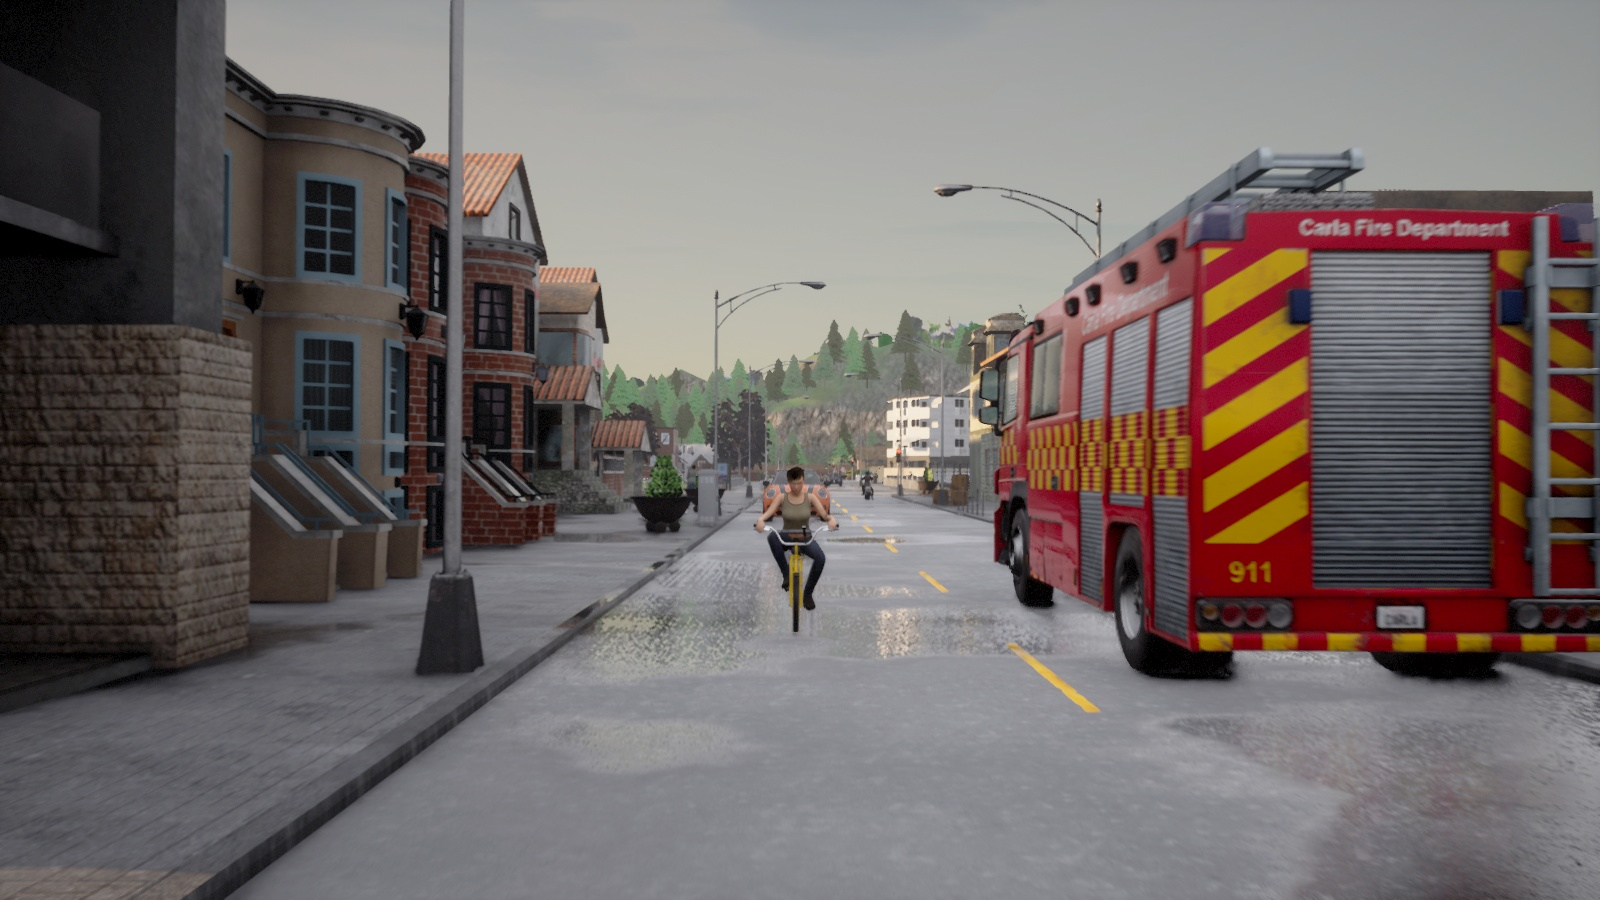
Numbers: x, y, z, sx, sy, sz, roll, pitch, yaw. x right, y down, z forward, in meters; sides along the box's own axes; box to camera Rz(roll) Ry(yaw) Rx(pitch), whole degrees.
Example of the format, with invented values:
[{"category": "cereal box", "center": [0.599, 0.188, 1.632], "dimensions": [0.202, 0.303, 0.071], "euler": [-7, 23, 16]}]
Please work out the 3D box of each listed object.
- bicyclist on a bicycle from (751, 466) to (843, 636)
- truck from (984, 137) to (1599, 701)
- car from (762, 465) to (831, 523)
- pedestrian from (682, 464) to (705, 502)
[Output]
[{"category": "bicyclist on a bicycle", "center": [-0.031, 0.969, 12.669], "dimensions": [0.866, 1.612, 1.509], "euler": [0, -1, 0]}, {"category": "truck", "center": [3.964, -0.146, 12.777], "dimensions": [2.891, 3.827, 8.468], "euler": [0, -1, 0]}, {"category": "car", "center": [-0.100, 1.369, 40.491], "dimensions": [2.097, 1.767, 4.553], "euler": [0, -1, 0]}, {"category": "pedestrian", "center": [-5.193, 1.597, 61.258], "dimensions": [0.874, 1.855, 0.900], "euler": [0, -1, 10]}]
